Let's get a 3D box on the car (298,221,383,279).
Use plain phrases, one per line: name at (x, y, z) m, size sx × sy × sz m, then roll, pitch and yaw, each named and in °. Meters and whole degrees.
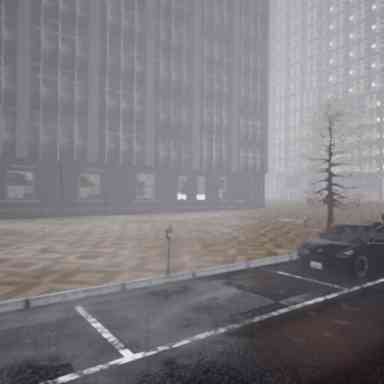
car at (5.108, 1.595, 10.173) m, size 4.313 × 1.339 × 1.947 m, roll 0°, pitch 0°, yaw -35°
